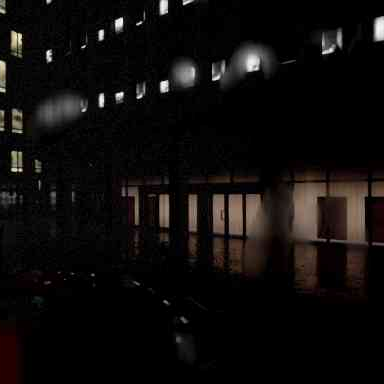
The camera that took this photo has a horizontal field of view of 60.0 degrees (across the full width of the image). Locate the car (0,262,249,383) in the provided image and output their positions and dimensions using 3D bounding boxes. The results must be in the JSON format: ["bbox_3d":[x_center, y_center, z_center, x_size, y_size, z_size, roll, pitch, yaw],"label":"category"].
[{"bbox_3d":[-1.546,1.545,4.001,4.507,1.381,1.887,0,0,36],"label":"car"}]
